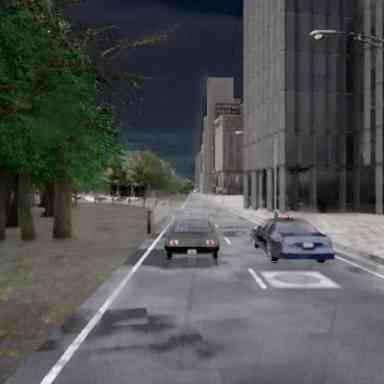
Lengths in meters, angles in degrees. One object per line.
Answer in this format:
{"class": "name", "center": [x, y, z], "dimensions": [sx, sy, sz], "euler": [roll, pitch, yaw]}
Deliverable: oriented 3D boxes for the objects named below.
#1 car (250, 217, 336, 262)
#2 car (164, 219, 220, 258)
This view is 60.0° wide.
{"class": "car", "center": [3.513, 1.665, 12.535], "dimensions": [2.033, 1.411, 5.357], "euler": [0, -1, 0]}
{"class": "car", "center": [0.020, 1.725, 13.261], "dimensions": [1.895, 1.301, 4.718], "euler": [0, -1, 0]}
